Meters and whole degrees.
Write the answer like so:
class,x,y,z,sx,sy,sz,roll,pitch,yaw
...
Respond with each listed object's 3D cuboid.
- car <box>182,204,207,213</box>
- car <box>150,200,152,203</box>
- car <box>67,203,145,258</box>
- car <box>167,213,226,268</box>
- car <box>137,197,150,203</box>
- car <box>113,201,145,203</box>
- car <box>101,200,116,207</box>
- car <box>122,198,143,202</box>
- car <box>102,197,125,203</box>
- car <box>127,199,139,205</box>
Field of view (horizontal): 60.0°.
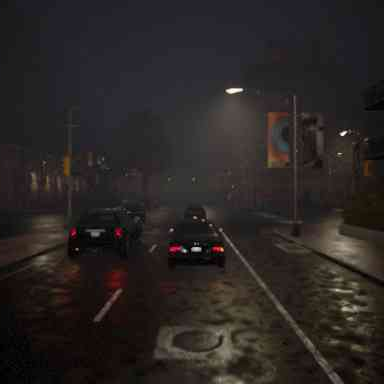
class,x,y,z,sx,sy,sz,roll,pitch,yaw
car,0.250,1.848,29.194,1.837,1.490,4.892,0,-1,0
car,-11.065,2.520,82.591,1.994,1.385,4.181,0,-1,0
car,-3.344,1.513,13.648,2.097,1.767,4.553,0,-1,0
car,0.146,1.688,11.849,2.033,1.411,5.357,0,-1,0
car,-11.118,2.076,72.619,2.150,2.045,5.566,0,-1,0
car,-5.384,1.842,28.837,1.837,1.490,4.892,2,-2,-22
car,-17.874,2.429,71.460,1.895,1.301,4.718,0,-1,0
car,-11.172,2.280,62.560,2.033,1.411,5.357,0,-1,0
car,-14.672,1.952,62.534,2.150,2.045,5.566,0,-1,0
car,-14.563,2.511,82.954,2.033,1.411,5.357,0,-1,0
